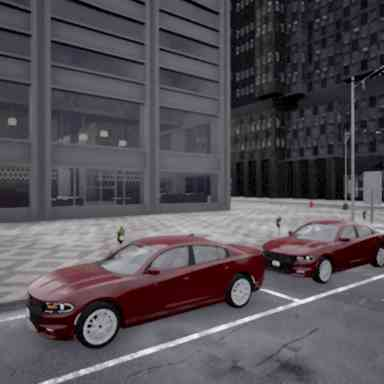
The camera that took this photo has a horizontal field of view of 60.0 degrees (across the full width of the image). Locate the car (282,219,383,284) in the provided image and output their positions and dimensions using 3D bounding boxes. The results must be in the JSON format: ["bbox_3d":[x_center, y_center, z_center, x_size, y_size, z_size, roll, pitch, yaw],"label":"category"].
[{"bbox_3d":[3.886,1.489,9.463,4.507,1.381,1.887,0,0,-36],"label":"car"}]

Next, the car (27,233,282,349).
[{"bbox_3d":[-0.602,1.525,6.240,4.507,1.381,1.887,0,0,-36],"label":"car"}]
